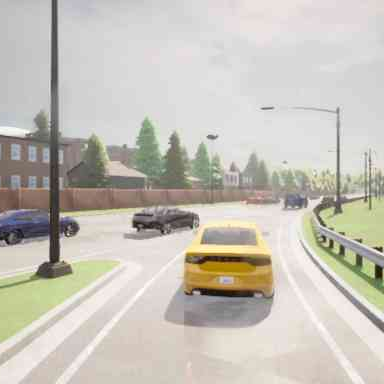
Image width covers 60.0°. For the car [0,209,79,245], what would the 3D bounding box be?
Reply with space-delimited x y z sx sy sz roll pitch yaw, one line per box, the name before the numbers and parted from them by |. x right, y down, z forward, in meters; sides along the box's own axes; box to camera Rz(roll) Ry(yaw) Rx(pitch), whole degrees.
car | -7.483 1.520 15.472 1.812 1.442 4.674 0 0 31

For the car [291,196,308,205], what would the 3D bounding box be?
car | 19.886 1.455 61.250 1.882 1.535 5.008 0 0 31

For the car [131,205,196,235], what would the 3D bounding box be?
car | -1.355 1.486 18.895 2.128 1.511 4.902 0 0 31

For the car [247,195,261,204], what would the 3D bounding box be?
car | 11.893 1.329 61.520 2.097 1.767 4.553 0 0 31

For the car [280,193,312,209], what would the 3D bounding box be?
car | 13.968 1.206 44.528 2.150 2.045 5.566 0 0 31

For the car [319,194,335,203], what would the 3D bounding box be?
car | 27.917 1.476 68.043 1.837 1.490 4.892 0 0 31

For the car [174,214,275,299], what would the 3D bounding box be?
car | 0.992 1.475 8.595 1.882 1.535 5.008 0 0 8

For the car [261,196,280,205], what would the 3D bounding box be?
car | 14.149 1.505 58.472 1.812 1.442 4.674 0 0 31
